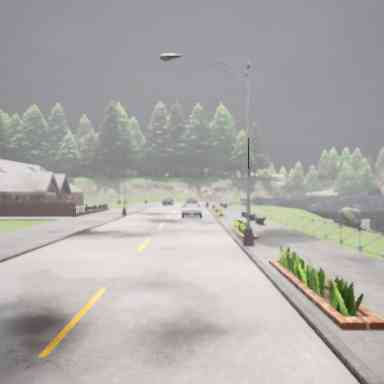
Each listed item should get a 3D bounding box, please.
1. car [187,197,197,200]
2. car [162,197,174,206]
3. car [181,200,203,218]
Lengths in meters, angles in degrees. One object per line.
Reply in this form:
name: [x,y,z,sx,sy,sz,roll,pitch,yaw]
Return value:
car: [-0.049,1.645,62.335,1.994,1.385,4.181,0,0,-1]
car: [-4.029,1.629,56.429,2.033,1.411,5.357,0,0,0]
car: [-0.004,1.654,30.732,1.895,1.301,4.718,0,0,0]
